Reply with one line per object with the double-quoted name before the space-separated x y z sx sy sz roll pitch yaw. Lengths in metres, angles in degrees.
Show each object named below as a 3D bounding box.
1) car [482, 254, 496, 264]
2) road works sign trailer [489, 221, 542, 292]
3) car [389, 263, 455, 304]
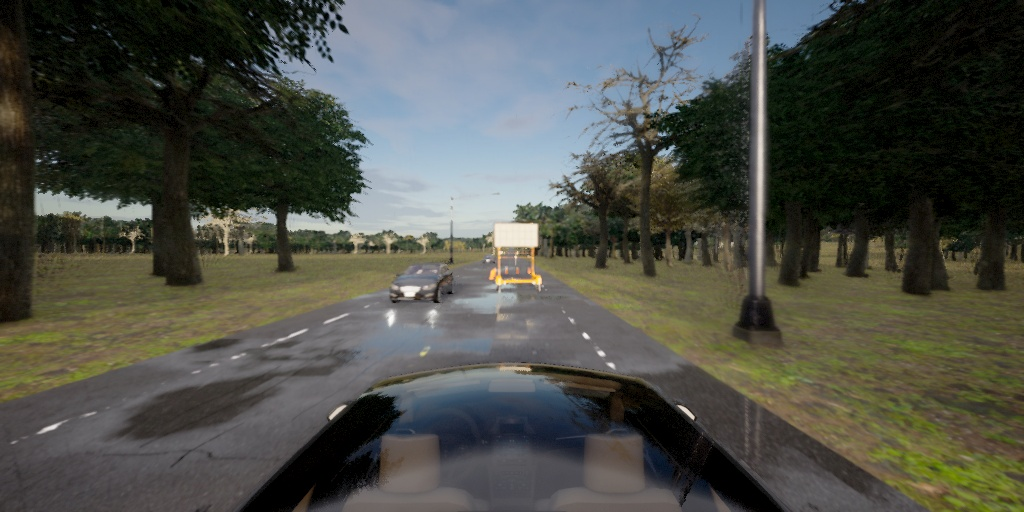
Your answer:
"car" -3.531 0.512 55.377 2.128 1.511 4.902 0 1 1
"road works sign trailer" 0.198 -0.036 19.018 2.380 3.560 2.880 0 0 -8
"car" -3.590 1.048 15.039 2.128 1.511 4.902 0 1 0
